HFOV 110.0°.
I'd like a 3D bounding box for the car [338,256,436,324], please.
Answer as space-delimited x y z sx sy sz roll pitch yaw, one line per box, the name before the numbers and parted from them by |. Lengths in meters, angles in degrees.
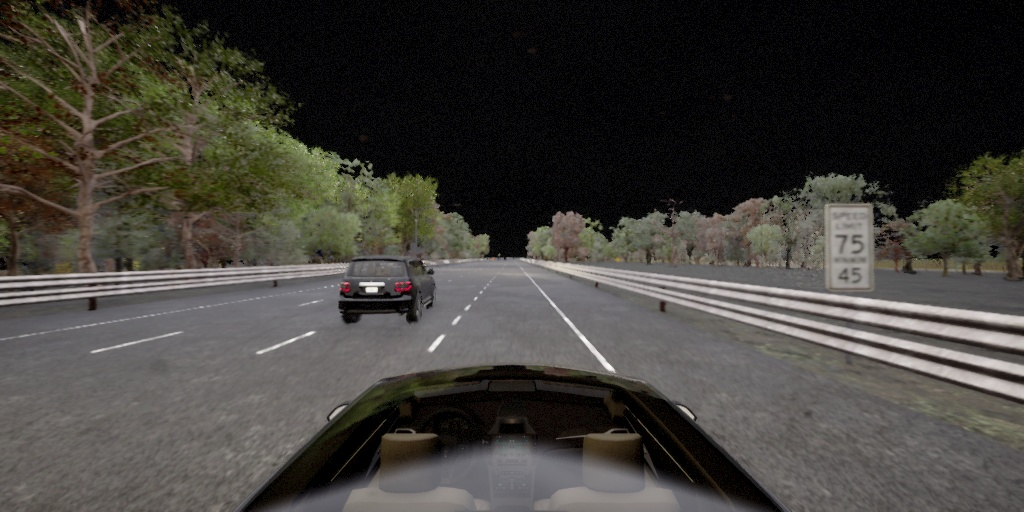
car | -4.017 1.030 12.391 2.150 2.045 5.566 0 0 -5
